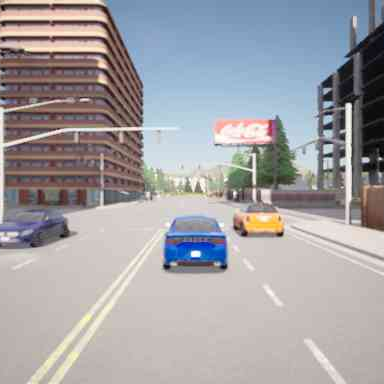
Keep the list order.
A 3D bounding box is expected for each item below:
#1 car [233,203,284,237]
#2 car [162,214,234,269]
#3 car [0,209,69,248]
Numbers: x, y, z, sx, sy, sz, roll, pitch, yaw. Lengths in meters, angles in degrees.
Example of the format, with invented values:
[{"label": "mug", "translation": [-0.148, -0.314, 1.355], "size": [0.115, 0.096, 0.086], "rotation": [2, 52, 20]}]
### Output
[{"label": "car", "translation": [3.495, 1.356, 18.274], "size": [2.097, 1.767, 4.553], "rotation": [0, 0, 0]}, {"label": "car", "translation": [0.097, 1.480, 11.190], "size": [1.882, 1.535, 5.008], "rotation": [0, 0, 0]}, {"label": "car", "translation": [-7.030, 1.528, 14.893], "size": [1.812, 1.442, 4.674], "rotation": [0, 0, 1]}]
